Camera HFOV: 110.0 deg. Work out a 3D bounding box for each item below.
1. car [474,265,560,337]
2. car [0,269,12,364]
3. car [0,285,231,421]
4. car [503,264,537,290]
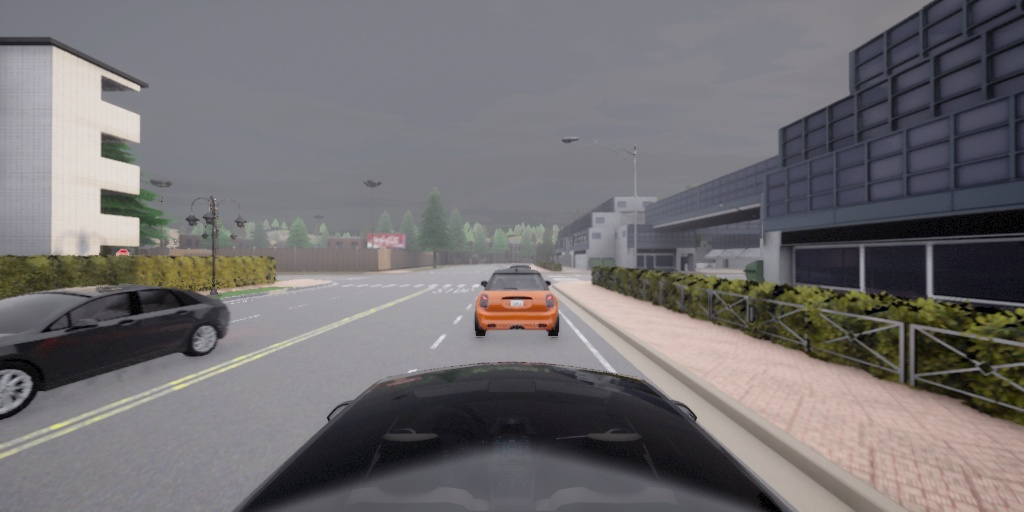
[{"bbox_3d":[0.117,1.150,10.619,2.097,1.767,4.553,0,0,0],"label":"car"},{"bbox_3d":[-10.593,1.117,4.557,2.097,1.767,4.553,0,0,0],"label":"car"},{"bbox_3d":[-7.092,1.278,5.843,1.837,1.490,4.892,0,-1,0],"label":"car"},{"bbox_3d":[0.671,1.382,24.944,1.837,1.490,4.892,-1,0,7],"label":"car"}]
